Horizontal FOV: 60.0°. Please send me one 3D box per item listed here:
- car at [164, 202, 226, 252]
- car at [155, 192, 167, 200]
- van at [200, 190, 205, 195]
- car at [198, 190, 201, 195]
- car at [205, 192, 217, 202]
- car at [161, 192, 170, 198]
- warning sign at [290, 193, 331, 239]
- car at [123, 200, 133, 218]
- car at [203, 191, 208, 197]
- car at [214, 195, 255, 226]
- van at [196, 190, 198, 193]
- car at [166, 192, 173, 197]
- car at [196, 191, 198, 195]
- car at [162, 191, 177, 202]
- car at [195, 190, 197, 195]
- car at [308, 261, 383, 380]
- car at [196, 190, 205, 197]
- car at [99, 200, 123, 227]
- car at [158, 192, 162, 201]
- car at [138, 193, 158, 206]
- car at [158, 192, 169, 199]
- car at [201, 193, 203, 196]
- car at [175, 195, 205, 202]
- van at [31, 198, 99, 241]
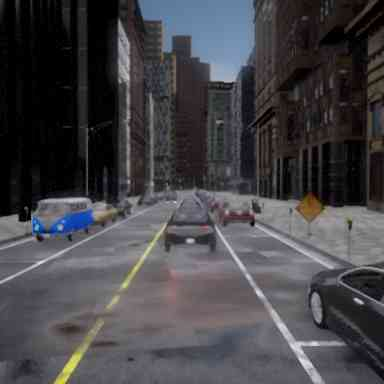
[{"bbox_3d":[-0.052,1.352,13.242,2.128,1.511,4.902,0,1,0],"label":"car"},{"bbox_3d":[-6.153,0.759,66.101,1.967,1.590,4.097,0,1,0],"label":"car"},{"bbox_3d":[2.494,0.831,49.221,1.690,1.788,3.998,0,1,0],"label":"van"},{"bbox_3d":[2.454,0.872,54.870,1.967,1.590,4.097,0,1,0],"label":"car"},{"bbox_3d":[2.617,1.103,32.278,1.967,1.590,4.097,0,1,0],"label":"car"},{"bbox_3d":[-6.234,0.787,77.399,1.802,1.307,4.206,0,1,0],"label":"car"},{"bbox_3d":[4.971,0.966,14.049,1.300,1.860,1.060,0,1,0],"label":"warning sign"},{"bbox_3d":[-5.866,1.289,26.564,1.947,1.339,4.313,0,1,0],"label":"car"},{"bbox_3d":[2.577,1.045,37.925,1.967,1.590,4.097,0,1,0],"label":"car"},{"bbox_3d":[2.699,1.219,20.982,1.967,1.590,4.097,0,1,0],"label":"car"},{"bbox_3d":[2.330,0.601,71.814,1.690,1.788,3.998,0,1,0],"label":"van"},{"bbox_3d":[-6.356,0.577,94.345,1.887,1.381,4.507,0,1,0],"label":"car"},{"bbox_3d":[2.373,0.883,66.168,1.947,1.339,4.313,0,1,0],"label":"car"},{"bbox_3d":[-3.470,0.952,57.621,2.033,1.411,5.357,0,1,0],"label":"car"},{"bbox_3d":[2.291,0.748,77.464,1.887,1.381,4.507,0,1,0],"label":"car"},{"bbox_3d":[2.823,1.506,4.039,2.008,1.369,4.403,0,1,0],"label":"car"},{"bbox_3d":[2.208,0.404,88.758,2.192,1.841,5.009,0,1,0],"label":"car"},{"bbox_3d":[-5.823,1.308,20.745,1.752,1.417,4.829,0,1,0],"label":"car"},{"bbox_3d":[-6.029,1.036,49.157,1.887,1.381,4.507,0,1,0],"label":"car"},{"bbox_3d":[-5.988,1.115,43.509,1.947,1.339,4.313,0,1,0],"label":"car"},{"bbox_3d":[-6.193,0.813,71.751,2.008,1.369,4.403,0,1,0],"label":"car"},{"bbox_3d":[2.537,1.092,43.575,1.887,1.381,4.507,0,1,0],"label":"car"},{"bbox_3d":[-0.158,1.267,28.474,1.994,1.385,4.181,0,1,0],"label":"car"},{"bbox_3d":[-5.785,1.181,15.265,1.690,1.788,3.998,0,1,0],"label":"van"}]
